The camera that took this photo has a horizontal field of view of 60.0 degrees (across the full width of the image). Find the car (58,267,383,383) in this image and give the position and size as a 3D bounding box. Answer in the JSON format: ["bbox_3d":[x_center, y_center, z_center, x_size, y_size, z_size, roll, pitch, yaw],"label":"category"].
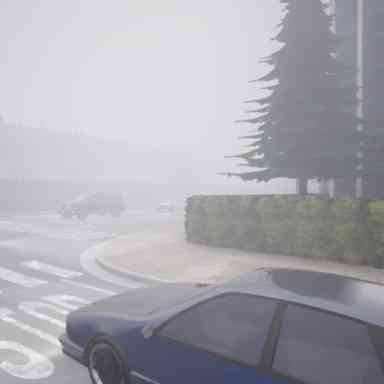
[{"bbox_3d":[0.943,1.541,3.302,5.357,1.411,2.033,0,0,36],"label":"car"}]

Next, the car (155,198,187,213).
[{"bbox_3d":[-1.886,1.329,34.905,1.812,1.442,4.674,0,0,35],"label":"car"}]

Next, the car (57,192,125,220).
[{"bbox_3d":[-7.851,1.025,26.543,2.150,2.045,5.566,0,0,35],"label":"car"}]
